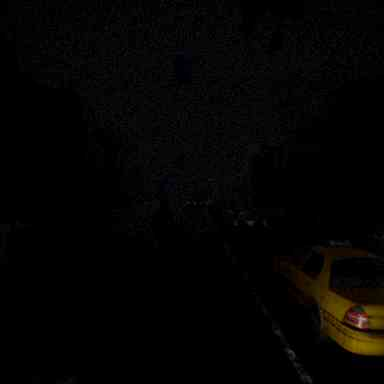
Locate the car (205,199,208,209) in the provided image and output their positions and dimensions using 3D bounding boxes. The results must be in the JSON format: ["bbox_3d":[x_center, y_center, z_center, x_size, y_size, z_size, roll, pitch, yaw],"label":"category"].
[{"bbox_3d":[2.887,1.839,40.184,1.802,1.307,4.206,0,0,0],"label":"car"}]

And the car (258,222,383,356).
[{"bbox_3d":[2.672,1.565,6.309,1.752,1.417,4.829,1,0,0],"label":"car"}]

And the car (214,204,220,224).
[{"bbox_3d":[2.779,1.721,23.161,1.802,1.307,4.206,0,0,0],"label":"car"}]

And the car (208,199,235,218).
[{"bbox_3d":[2.817,1.492,28.837,2.192,1.841,5.009,0,0,0],"label":"car"}]

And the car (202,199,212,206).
[{"bbox_3d":[3.067,2.053,68.554,1.947,1.339,4.313,0,-1,0],"label":"car"}]

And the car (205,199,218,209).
[{"bbox_3d":[2.961,1.872,51.703,1.752,1.417,4.829,0,0,0],"label":"car"}]

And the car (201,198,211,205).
[{"bbox_3d":[3.103,2.090,74.230,2.008,1.369,4.403,0,-1,0],"label":"car"}]

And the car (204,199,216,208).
[{"bbox_3d":[2.996,1.936,57.207,1.887,1.381,4.507,0,0,0],"label":"car"}]

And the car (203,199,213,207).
[{"bbox_3d":[3.031,2.020,62.881,1.802,1.307,4.206,0,0,0],"label":"car"}]

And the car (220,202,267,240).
[{"bbox_3d":[2.744,1.544,17.488,1.967,1.590,4.097,1,0,0],"label":"car"}]

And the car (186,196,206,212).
[{"bbox_3d":[0.359,1.495,42.634,2.150,2.045,5.566,0,0,0],"label":"car"}]
